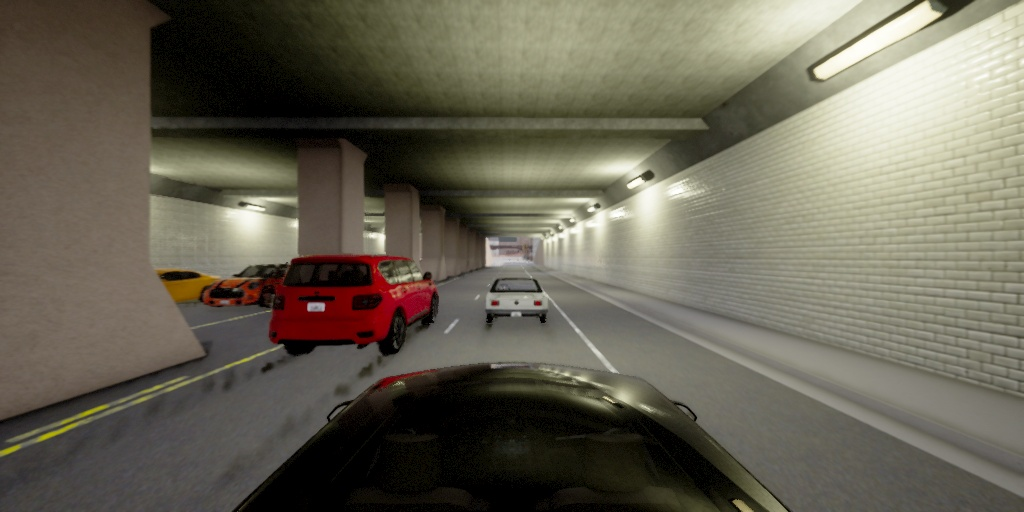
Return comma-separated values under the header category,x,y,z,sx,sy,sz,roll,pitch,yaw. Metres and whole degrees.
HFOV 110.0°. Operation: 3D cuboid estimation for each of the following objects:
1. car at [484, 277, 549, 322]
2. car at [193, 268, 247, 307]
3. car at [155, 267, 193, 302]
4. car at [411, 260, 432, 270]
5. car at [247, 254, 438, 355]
category,x,y,z,sx,sy,sz,roll,pitch,yaw
car,0.135,1.380,12.394,1.895,1.301,4.718,0,0,0
car,-10.555,1.125,15.429,2.097,1.767,4.553,0,0,0
car,-14.061,1.242,14.113,1.882,1.535,5.008,0,0,0
car,-13.871,1.354,55.173,1.882,1.535,5.008,0,0,1
car,-3.376,0.986,8.880,2.150,2.045,5.566,0,0,0
